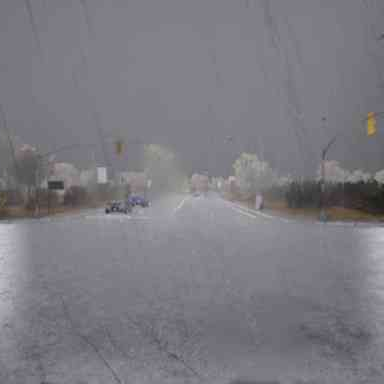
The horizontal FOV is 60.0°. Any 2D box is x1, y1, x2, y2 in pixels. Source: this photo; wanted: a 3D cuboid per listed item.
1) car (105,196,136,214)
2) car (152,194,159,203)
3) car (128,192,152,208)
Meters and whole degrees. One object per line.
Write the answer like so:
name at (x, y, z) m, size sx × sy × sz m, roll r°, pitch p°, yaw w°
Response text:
car at (-7.102, 1.392, 32.556) m, size 1.994 × 1.385 × 4.181 m, roll 0°, pitch 0°, yaw -1°
car at (-7.013, 1.181, 58.958) m, size 2.128 × 1.511 × 4.902 m, roll 0°, pitch 0°, yaw 0°
car at (-7.086, 0.989, 43.794) m, size 2.150 × 2.045 × 5.566 m, roll 0°, pitch 0°, yaw 0°
